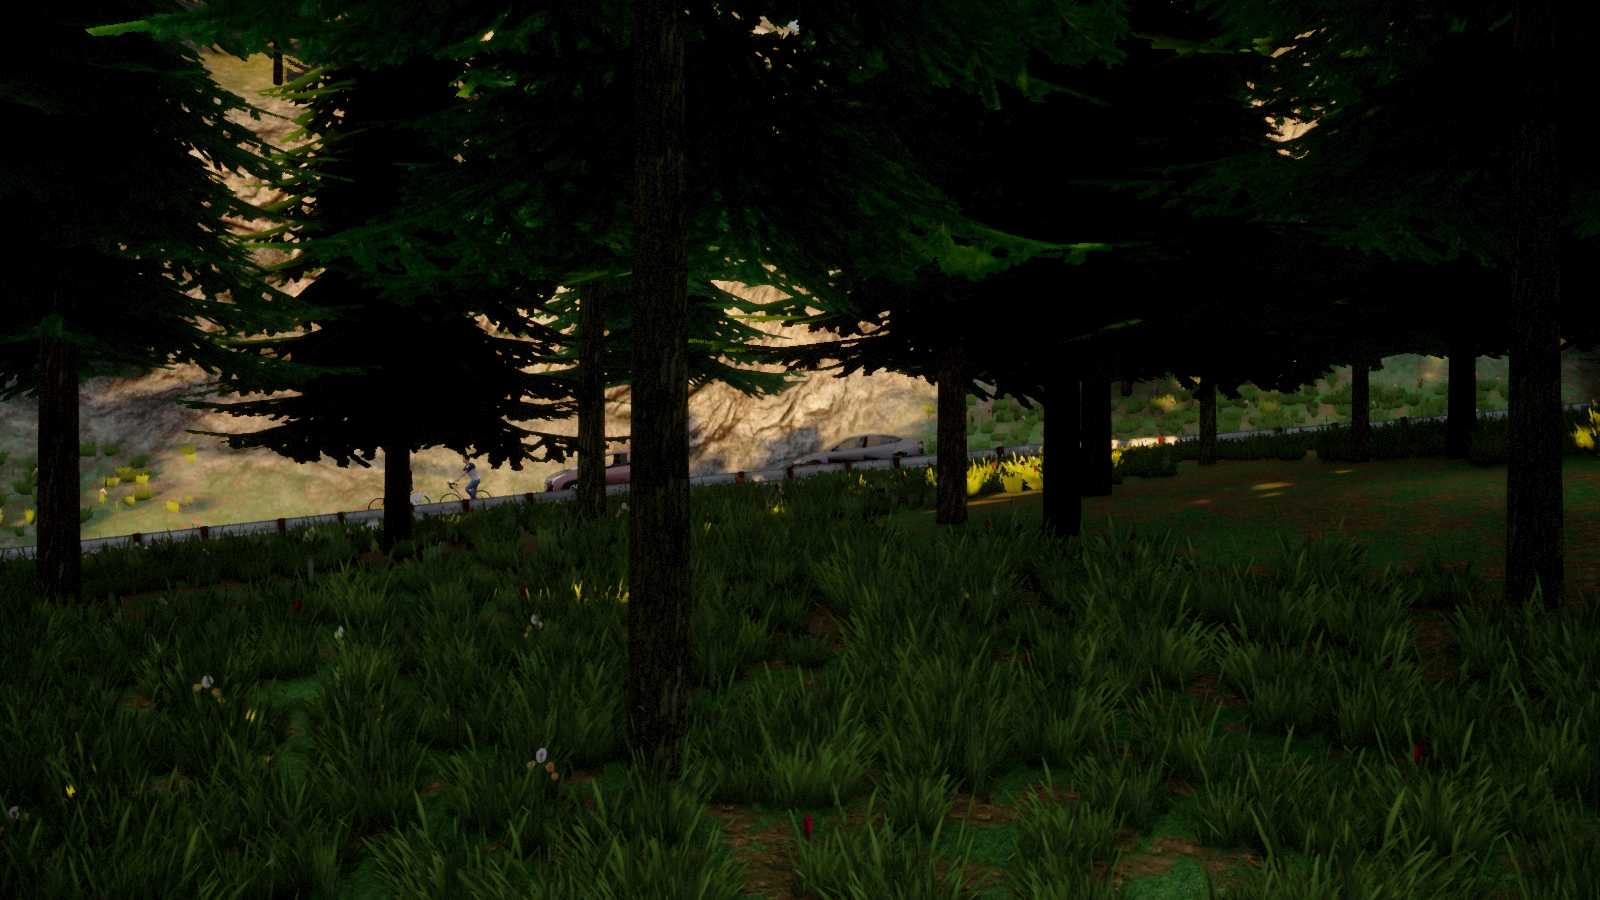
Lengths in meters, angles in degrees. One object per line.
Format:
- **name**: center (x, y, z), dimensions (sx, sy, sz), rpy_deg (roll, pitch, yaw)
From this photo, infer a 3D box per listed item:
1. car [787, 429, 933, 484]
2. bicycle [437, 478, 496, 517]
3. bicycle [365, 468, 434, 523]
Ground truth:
- **car**: center (2.041, 0.215, 39.897), dimensions (4.792, 1.488, 2.163), rpy_deg (-4, 0, -3)
- **bicycle**: center (-10.252, 1.440, 35.171), dimensions (1.643, 1.024, 0.373), rpy_deg (-5, 3, -36)
- **bicycle**: center (-12.076, 1.355, 34.488), dimensions (1.835, 1.471, 0.329), rpy_deg (-5, 2, -29)
